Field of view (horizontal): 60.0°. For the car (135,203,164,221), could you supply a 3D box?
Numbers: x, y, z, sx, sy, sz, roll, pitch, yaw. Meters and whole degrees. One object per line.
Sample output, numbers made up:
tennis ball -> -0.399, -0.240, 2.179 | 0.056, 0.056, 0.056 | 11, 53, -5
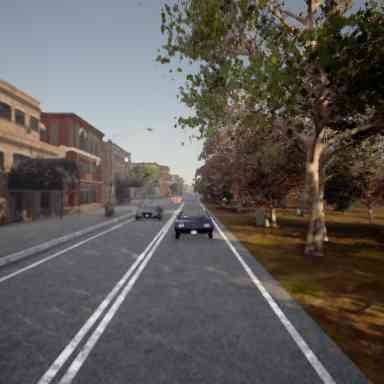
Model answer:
car -> -3.355, 1.560, 26.846 | 1.994, 1.385, 4.181 | 0, 0, 0

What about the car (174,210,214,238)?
car -> 0.095, 1.601, 17.825 | 1.895, 1.301, 4.718 | 0, 0, 0

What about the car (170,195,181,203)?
car -> -3.272, 1.337, 67.743 | 2.097, 1.767, 4.553 | 0, 0, 0
